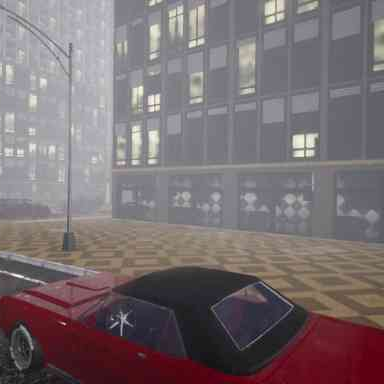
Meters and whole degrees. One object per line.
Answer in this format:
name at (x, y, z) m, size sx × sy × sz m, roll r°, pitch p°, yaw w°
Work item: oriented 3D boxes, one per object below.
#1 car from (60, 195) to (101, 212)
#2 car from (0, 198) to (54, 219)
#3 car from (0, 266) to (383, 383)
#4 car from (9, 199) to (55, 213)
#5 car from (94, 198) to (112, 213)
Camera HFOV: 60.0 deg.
car at (-14.052, 1.424, 42.717) m, size 2.150 × 2.045 × 5.566 m, roll 1°, pitch 0°, yaw 37°
car at (-15.737, 1.517, 30.754) m, size 2.192 × 1.841 × 5.009 m, roll 1°, pitch 0°, yaw 37°
car at (-0.333, 1.600, 3.927) m, size 4.718 × 1.301 × 1.895 m, roll 0°, pitch 0°, yaw 36°
car at (-19.211, 1.641, 40.138) m, size 1.752 × 1.417 × 4.829 m, roll 1°, pitch 0°, yaw 37°
car at (-8.916, 1.828, 39.949) m, size 1.752 × 1.417 × 4.829 m, roll 1°, pitch 0°, yaw 37°
